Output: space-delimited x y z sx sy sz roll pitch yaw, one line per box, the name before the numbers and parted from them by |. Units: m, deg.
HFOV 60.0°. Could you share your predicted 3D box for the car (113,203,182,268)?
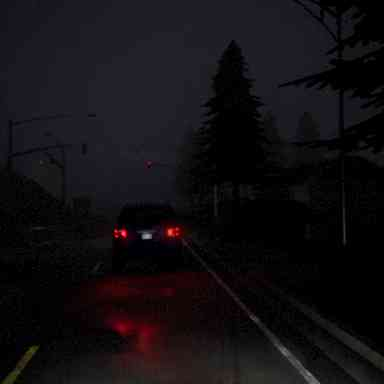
car | -1.608 1.418 12.343 2.150 2.045 5.566 -1 -1 -7
